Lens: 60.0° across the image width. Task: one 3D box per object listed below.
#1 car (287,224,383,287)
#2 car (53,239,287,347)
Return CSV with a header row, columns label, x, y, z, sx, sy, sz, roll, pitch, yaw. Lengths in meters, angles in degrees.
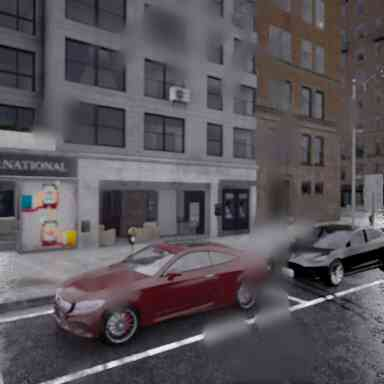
label,x,y,z,sx,sy,sz,roll,pitch,yaw
car,4.153,1.619,9.486,4.313,1.339,1.947,0,0,-35
car,-0.347,1.602,6.281,4.206,1.307,1.802,0,0,-35
